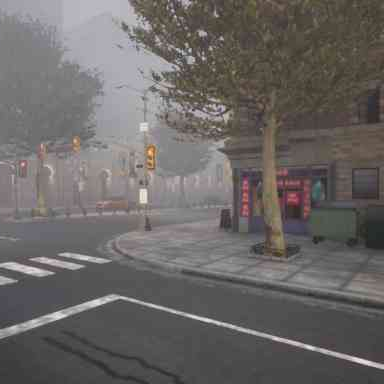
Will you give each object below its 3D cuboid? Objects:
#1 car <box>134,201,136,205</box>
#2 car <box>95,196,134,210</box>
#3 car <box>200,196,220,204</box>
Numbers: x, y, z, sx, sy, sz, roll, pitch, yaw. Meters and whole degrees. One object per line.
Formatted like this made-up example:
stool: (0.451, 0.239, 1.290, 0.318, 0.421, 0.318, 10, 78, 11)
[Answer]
car: (-10.321, 1.595, 47.923, 1.895, 1.301, 4.718, 0, 0, 36)
car: (-10.211, 1.352, 42.679, 2.097, 1.767, 4.553, 0, 0, 36)
car: (3.402, 1.506, 61.509, 1.837, 1.490, 4.892, 0, 0, 36)
